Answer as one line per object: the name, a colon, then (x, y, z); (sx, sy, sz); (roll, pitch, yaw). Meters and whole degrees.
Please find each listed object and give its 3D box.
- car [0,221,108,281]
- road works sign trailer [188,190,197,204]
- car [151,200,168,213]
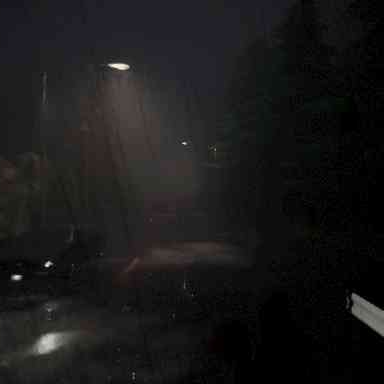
car: (-4.090, 1.637, 10.426); (2.033, 1.411, 5.357); (0, -1, 0)
road works sign trailer: (0.091, 1.189, 83.190); (2.380, 3.560, 2.880); (0, 0, 0)
car: (-4.047, 1.841, 41.934); (1.882, 1.535, 5.008); (0, 0, 0)
